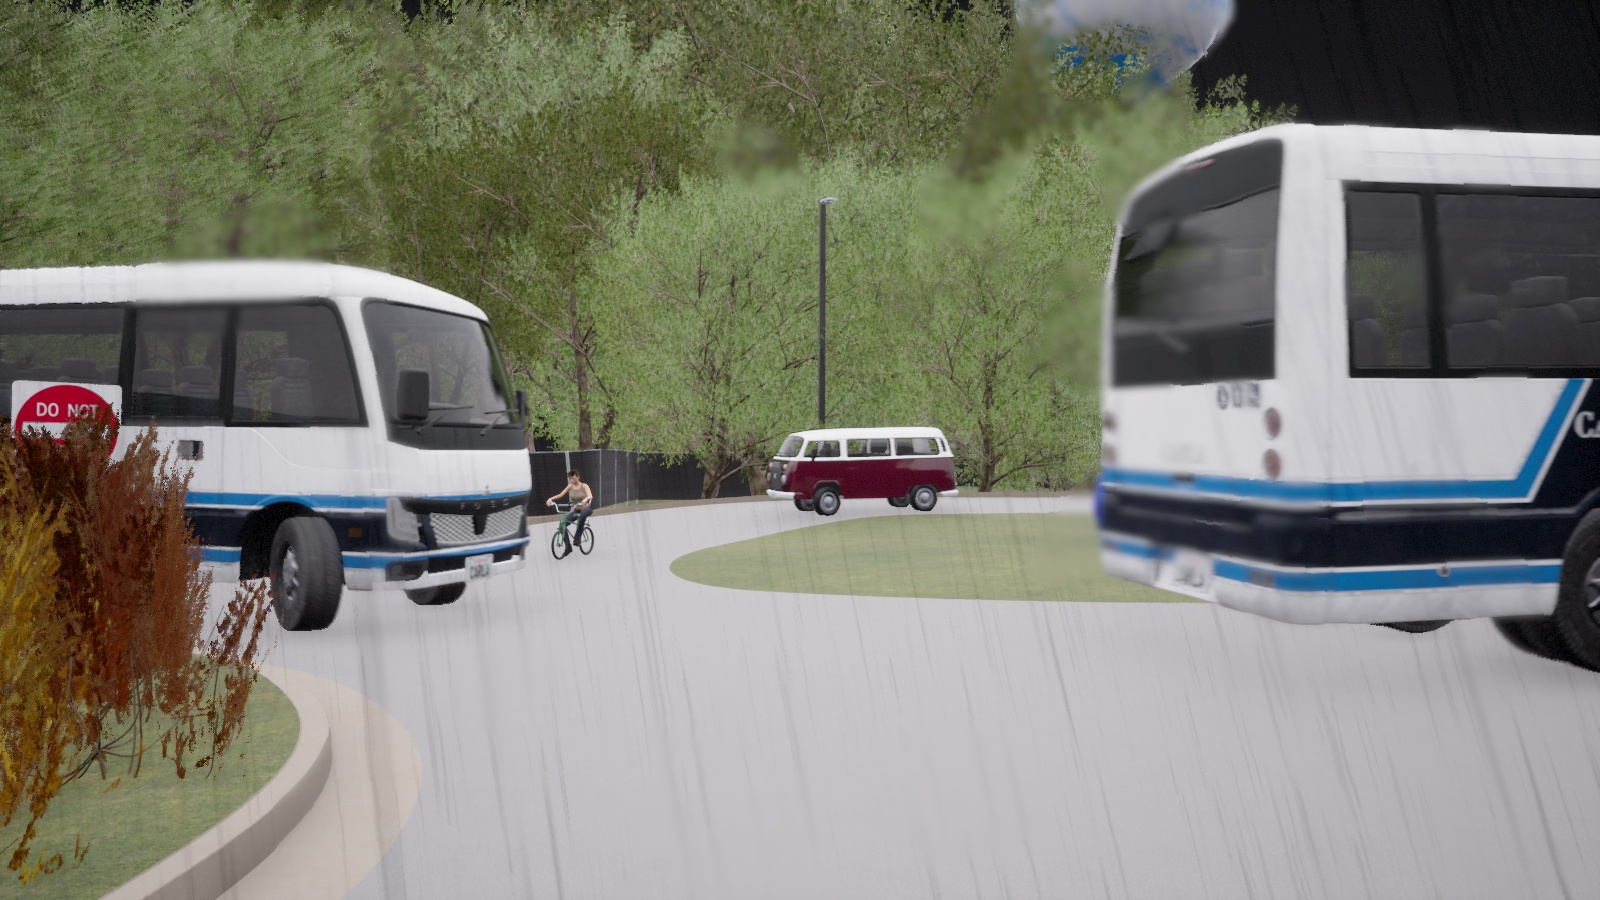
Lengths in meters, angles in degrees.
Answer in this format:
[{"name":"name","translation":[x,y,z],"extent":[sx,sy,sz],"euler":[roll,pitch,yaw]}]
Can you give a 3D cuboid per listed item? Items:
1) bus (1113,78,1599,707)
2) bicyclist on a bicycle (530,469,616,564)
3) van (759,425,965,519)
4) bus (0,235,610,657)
[{"name":"bus","translation":[8.542,-0.523,11.497],"extent":[10.273,4.253,3.944],"euler":[-1,1,-12]},{"name":"bicyclist on a bicycle","translation":[-4.128,1.194,22.990],"extent":[0.866,1.612,1.509],"euler":[-1,1,20]},{"name":"van","translation":[1.482,0.467,30.341],"extent":[4.480,2.038,2.069],"euler":[-2,2,-18]},{"name":"bus","translation":[-7.972,-0.078,15.930],"extent":[10.273,4.253,3.944],"euler":[0,0,15]}]
